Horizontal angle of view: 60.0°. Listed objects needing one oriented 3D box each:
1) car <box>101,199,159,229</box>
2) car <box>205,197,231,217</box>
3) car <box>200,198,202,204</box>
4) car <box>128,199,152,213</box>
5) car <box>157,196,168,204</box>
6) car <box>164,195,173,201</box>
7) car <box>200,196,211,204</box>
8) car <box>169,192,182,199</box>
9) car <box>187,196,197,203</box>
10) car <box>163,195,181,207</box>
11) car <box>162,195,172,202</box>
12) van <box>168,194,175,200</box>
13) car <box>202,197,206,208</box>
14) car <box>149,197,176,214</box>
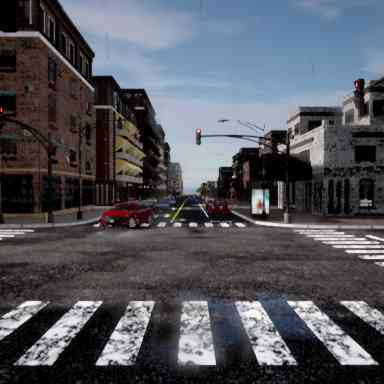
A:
[{"bbox_3d":[-4.065,1.449,21.731,1.882,1.535,5.008,0,-1,14],"label":"car"},{"bbox_3d":[2.623,1.442,31.826,1.967,1.590,4.097,0,0,0],"label":"car"},{"bbox_3d":[2.591,1.565,48.916,2.008,1.369,4.403,0,0,0],"label":"car"},{"bbox_3d":[-5.767,1.556,37.494,2.008,1.369,4.403,0,0,0],"label":"car"},{"bbox_3d":[-5.822,1.557,65.808,1.752,1.417,4.829,0,0,0],"label":"car"},{"bbox_3d":[-5.855,1.581,82.897,1.752,1.417,4.829,-1,0,0],"label":"car"},{"bbox_3d":[2.559,1.582,66.006,2.008,1.369,4.403,-1,0,0],"label":"car"},{"bbox_3d":[-3.124,0.909,64.934,2.150,2.045,5.566,0,0,0],"label":"car"},{"bbox_3d":[-0.045,1.584,70.279,2.033,1.411,5.357,0,0,0],"label":"car"},{"bbox_3d":[-3.188,1.562,49.765,2.033,1.411,5.357,0,0,0],"label":"car"},{"bbox_3d":[-5.846,1.487,77.370,1.967,1.590,4.097,0,0,0],"label":"car"},{"bbox_3d":[-5.879,1.417,94.461,1.690,1.788,3.998,-1,0,0],"label":"van"},{"bbox_3d":[2.602,1.591,43.219,1.802,1.307,4.206,0,0,0],"label":"car"},{"bbox_3d":[-3.168,1.552,36.035,2.033,1.411,5.357,0,0,0],"label":"car"}]
